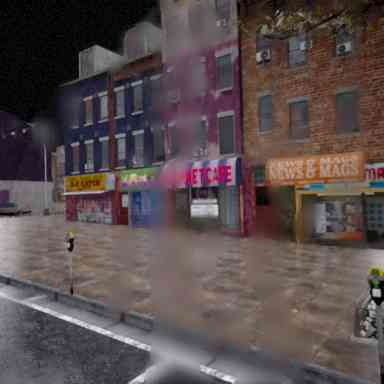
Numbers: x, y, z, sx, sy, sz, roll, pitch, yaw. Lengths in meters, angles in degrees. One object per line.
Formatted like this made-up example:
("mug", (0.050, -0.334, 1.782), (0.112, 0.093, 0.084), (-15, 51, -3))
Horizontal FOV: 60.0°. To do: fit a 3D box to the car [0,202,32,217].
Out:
("car", (-17.552, 1.613, 30.215), (2.033, 1.411, 5.357), (-2, -1, 39))
